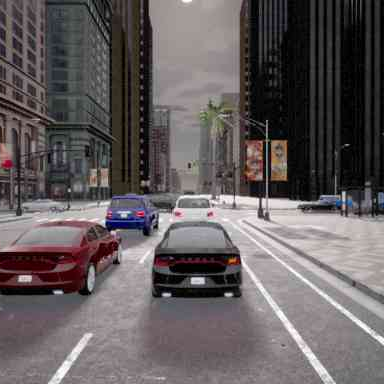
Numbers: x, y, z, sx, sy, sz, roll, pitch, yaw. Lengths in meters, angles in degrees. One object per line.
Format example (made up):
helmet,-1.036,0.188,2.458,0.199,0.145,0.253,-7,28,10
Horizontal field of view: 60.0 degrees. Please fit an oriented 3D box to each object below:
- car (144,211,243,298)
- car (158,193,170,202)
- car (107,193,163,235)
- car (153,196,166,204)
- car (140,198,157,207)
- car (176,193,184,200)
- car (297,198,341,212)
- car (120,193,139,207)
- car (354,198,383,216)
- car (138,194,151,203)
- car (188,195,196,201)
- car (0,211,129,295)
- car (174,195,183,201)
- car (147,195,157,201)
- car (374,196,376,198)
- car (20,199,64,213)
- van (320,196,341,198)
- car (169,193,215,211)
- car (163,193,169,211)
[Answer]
car,0.097,1.477,8.573,1.882,1.535,5.008,0,0,0
car,-6.521,1.229,78.053,2.150,2.045,5.566,0,0,0
car,-3.184,1.221,18.592,2.150,2.045,5.566,0,0,2
car,-6.538,1.495,67.248,2.128,1.511,4.902,0,0,0
car,-6.608,1.602,50.992,1.895,1.301,4.718,0,0,0
car,-3.274,1.193,91.995,2.097,1.767,4.553,0,0,0
car,14.235,1.583,37.093,4.718,1.301,1.895,0,0,0
car,-9.858,1.222,52.936,2.150,2.045,5.566,0,0,0
car,17.062,1.548,31.232,4.403,1.369,2.008,0,0,0
car,-9.768,1.355,68.873,2.097,1.767,4.553,0,0,0
car,-0.022,1.504,83.199,1.837,1.490,4.892,0,0,0
car,-3.152,1.477,8.727,1.882,1.535,5.008,0,0,0
car,-3.272,1.496,81.605,1.837,1.490,4.892,0,0,0
car,-9.772,1.527,81.480,1.812,1.442,4.674,0,0,0
car,23.993,1.197,37.094,5.566,2.045,2.150,0,0,0
car,-16.848,1.532,37.285,4.674,1.442,1.812,0,1,-14
van,17.055,1.314,39.756,3.998,1.788,1.690,0,0,0
car,0.097,1.221,18.533,2.150,2.045,5.566,0,0,0
car,-2.323,1.223,37.300,2.150,2.045,5.566,-2,1,-44
